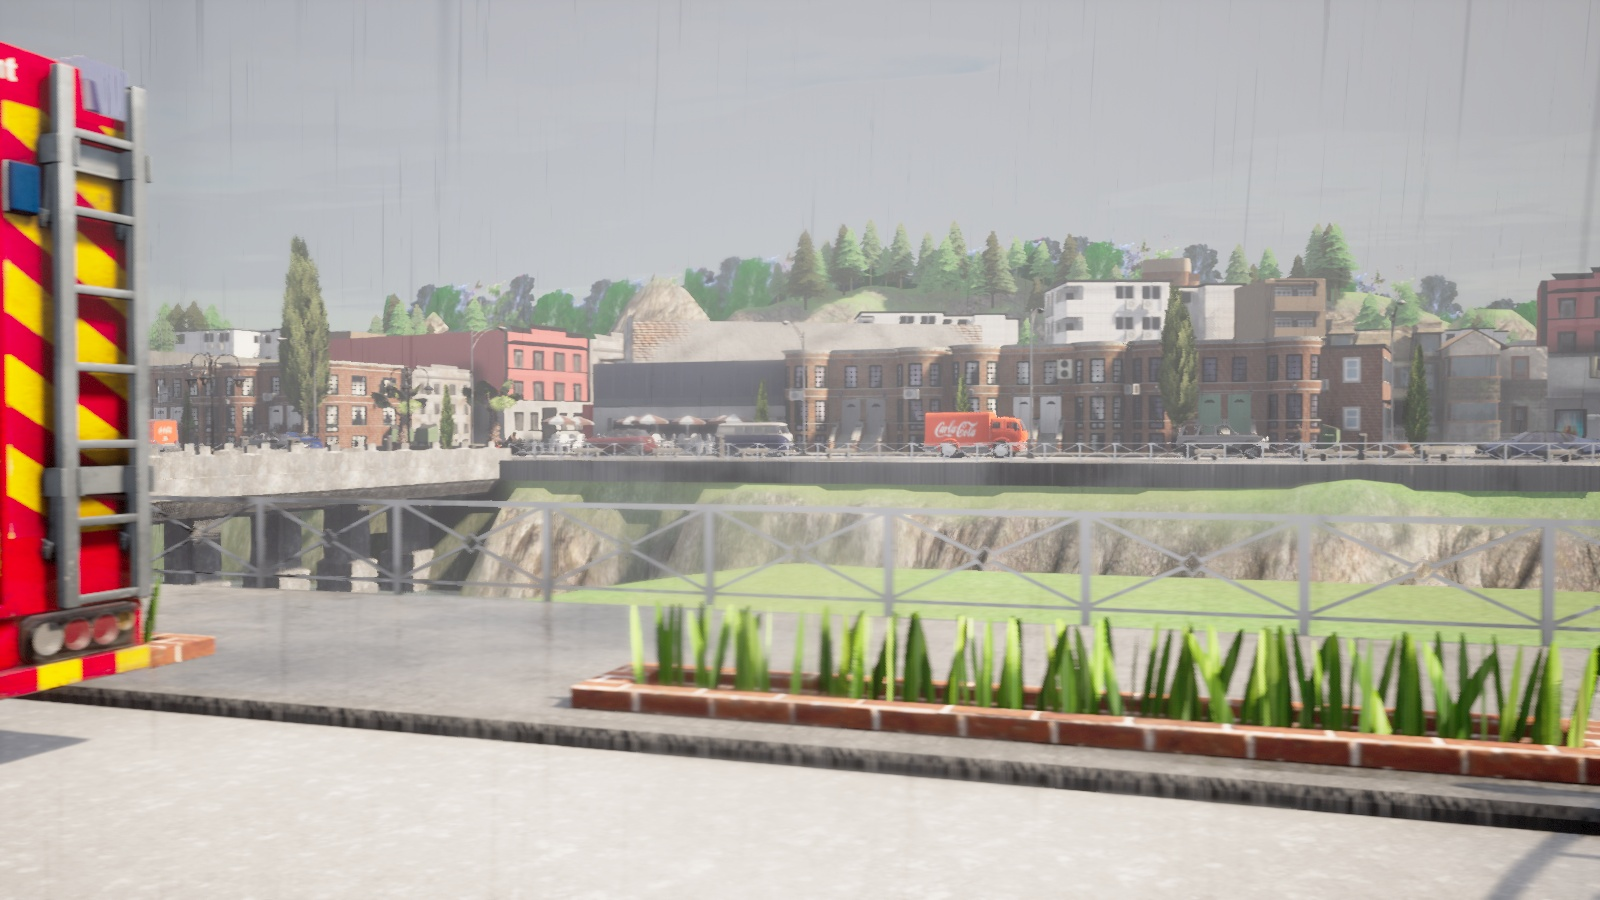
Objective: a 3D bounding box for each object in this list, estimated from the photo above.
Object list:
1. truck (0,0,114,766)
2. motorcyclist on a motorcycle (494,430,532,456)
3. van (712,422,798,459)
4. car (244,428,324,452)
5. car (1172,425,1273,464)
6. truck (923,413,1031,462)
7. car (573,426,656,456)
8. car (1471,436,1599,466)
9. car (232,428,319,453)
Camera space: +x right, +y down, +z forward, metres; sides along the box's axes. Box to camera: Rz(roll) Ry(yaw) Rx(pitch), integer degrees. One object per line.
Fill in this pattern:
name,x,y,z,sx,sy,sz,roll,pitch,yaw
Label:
truck,-7.987,-0.471,6.393,8.468,3.827,2.891,1,1,19
motorcyclist on a motorcycle,-17.034,-0.449,74.526,2.044,1.523,0.797,1,1,19
van,-2.504,-0.545,69.639,4.442,1.987,1.775,1,1,19
car,-34.794,-0.683,84.715,5.008,1.535,1.882,1,1,19
car,20.764,-0.269,61.819,4.605,1.855,1.932,1,1,19
truck,9.270,-0.677,65.679,5.204,2.467,2.627,1,1,19
car,-11.315,-0.588,76.821,4.553,1.767,2.097,1,1,19
car,35.774,0.032,60.997,5.357,1.411,2.033,1,1,19
car,-33.433,-0.625,80.038,4.902,1.511,2.128,1,1,19
